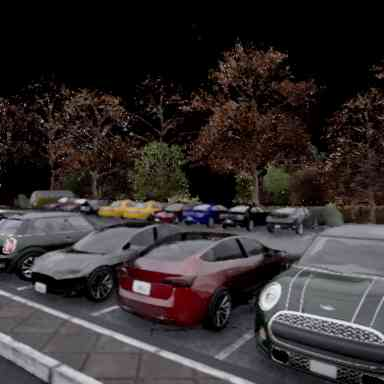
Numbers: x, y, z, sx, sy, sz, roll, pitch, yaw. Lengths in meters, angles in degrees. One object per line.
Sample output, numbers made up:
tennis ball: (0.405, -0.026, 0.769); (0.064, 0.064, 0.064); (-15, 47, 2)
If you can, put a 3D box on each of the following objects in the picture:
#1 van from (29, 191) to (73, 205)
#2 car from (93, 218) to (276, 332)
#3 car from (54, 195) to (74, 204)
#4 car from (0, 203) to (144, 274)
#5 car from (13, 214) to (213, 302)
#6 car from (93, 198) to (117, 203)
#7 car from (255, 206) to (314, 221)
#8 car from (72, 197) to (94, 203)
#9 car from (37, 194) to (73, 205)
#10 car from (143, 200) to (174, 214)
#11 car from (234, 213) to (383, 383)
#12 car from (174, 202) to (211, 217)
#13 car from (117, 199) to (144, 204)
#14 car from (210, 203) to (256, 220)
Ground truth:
van: (-14.445, 0.865, 34.141); (1.878, 1.987, 4.442); (2, 2, 36)
car: (0.558, 1.586, 7.259); (2.163, 1.488, 4.792); (0, 0, 36)
car: (-9.962, 1.285, 31.042); (2.002, 1.452, 4.674); (2, 1, 36)
car: (-3.987, 1.414, 10.488); (2.185, 1.767, 4.553); (0, 0, 36)
car: (-1.732, 1.582, 8.851); (2.163, 1.488, 4.792); (0, 0, 36)
car: (-5.240, 1.382, 27.836); (1.946, 1.575, 5.366); (1, 1, 36)
car: (5.931, 1.549, 19.480); (2.231, 1.521, 4.892); (0, 0, 36)
car: (-7.591, 1.351, 29.351); (2.163, 1.488, 4.792); (2, 1, 36)
car: (-12.214, 1.206, 32.678); (2.002, 1.452, 4.674); (2, 1, 36)
car: (-0.958, 1.510, 24.458); (2.163, 1.488, 4.792); (1, 1, 36)
car: (2.813, 1.428, 5.622); (2.185, 1.767, 4.553); (0, 0, 36)
car: (1.314, 1.511, 22.837); (2.097, 1.535, 5.008); (1, 0, 36)
car: (-2.980, 1.436, 26.193); (1.946, 1.575, 5.366); (1, 1, 36)
car: (3.571, 1.534, 21.196); (2.097, 1.535, 5.008); (0, 0, 36)
